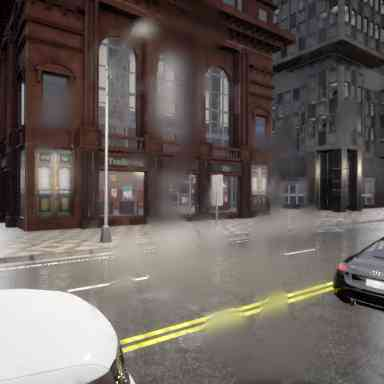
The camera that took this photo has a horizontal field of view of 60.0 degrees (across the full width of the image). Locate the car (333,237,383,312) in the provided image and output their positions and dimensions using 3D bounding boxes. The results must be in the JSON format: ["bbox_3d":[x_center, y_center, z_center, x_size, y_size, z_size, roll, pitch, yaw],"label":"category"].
[{"bbox_3d":[4.817,1.562,6.893,4.181,1.385,1.994,0,0,-35],"label":"car"}]

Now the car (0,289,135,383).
[{"bbox_3d":[-2.920,1.221,1.352,5.566,2.045,2.150,0,0,-36],"label":"car"}]
